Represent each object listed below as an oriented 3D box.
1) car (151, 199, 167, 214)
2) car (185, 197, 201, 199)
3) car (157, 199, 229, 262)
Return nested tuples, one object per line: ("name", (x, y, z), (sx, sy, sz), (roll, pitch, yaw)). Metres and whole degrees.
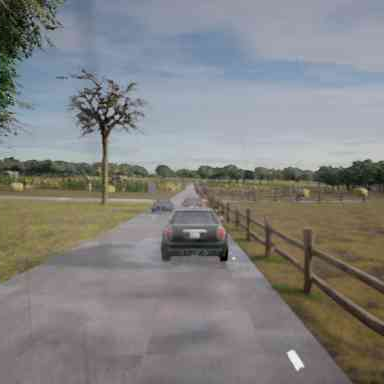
("car", (-2.845, 1.339, 32.375), (1.994, 1.385, 4.181), (0, 1, 0))
("car", (0.090, 1.174, 27.362), (2.097, 1.767, 4.553), (0, 0, 0))
("car", (0.090, 1.293, 12.042), (2.097, 1.767, 4.553), (0, 0, 0))
